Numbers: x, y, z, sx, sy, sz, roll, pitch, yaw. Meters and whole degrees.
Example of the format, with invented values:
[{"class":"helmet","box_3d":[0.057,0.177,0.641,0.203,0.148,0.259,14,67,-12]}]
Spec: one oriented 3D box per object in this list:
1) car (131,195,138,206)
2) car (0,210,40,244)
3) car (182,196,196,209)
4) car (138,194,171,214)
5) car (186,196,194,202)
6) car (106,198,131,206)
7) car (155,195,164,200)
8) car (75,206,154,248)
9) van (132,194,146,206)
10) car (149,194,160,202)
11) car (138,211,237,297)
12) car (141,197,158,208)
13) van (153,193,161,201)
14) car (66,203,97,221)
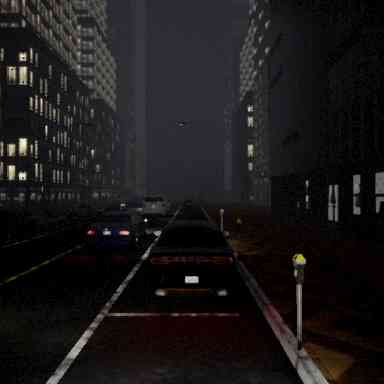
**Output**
[{"class":"car","box_3d":[-8.832,1.522,49.953,1.887,1.381,4.507,0,0,0]},{"class":"car","box_3d":[-8.833,1.563,15.800,1.947,1.339,4.313,0,0,0]},{"class":"car","box_3d":[-0.452,1.548,44.248,1.947,1.339,4.313,0,0,0]},{"class":"car","box_3d":[-3.145,1.249,29.842,2.150,2.045,5.566,0,0,0]},{"class":"car","box_3d":[-0.452,1.532,78.399,1.802,1.307,4.206,0,0,0]},{"class":"car","box_3d":[-8.833,1.536,38.569,2.008,1.369,4.403,0,0,0]},{"class":"car","box_3d":[-8.832,1.503,89.799,1.947,1.339,4.313,0,0,0]},{"class":"car","box_3d":[-3.145,1.561,14.812,2.033,1.411,5.357,0,0,0]},{"class":"van","box_3d":[-8.831,1.314,55.646,1.690,1.788,3.998,0,0,0]},{"class":"car","box_3d":[-8.832,1.390,78.413,1.967,1.590,4.097,0,0,0]},{"class":"car","box_3d":[-0.006,1.476,8.649,1.882,1.535,5.008,0,0,0]},{"class":"car","box_3d":[-6.146,1.540,48.812,1.837,1.490,4.892,0,0,0]},{"class":"van","box_3d":[-8.831,1.285,84.106,1.690,1.788,3.998,0,0,0]},{"class":"car","box_3d":[-8.832,1.574,27.183,1.802,1.307,4.206,0,0,0]}]
